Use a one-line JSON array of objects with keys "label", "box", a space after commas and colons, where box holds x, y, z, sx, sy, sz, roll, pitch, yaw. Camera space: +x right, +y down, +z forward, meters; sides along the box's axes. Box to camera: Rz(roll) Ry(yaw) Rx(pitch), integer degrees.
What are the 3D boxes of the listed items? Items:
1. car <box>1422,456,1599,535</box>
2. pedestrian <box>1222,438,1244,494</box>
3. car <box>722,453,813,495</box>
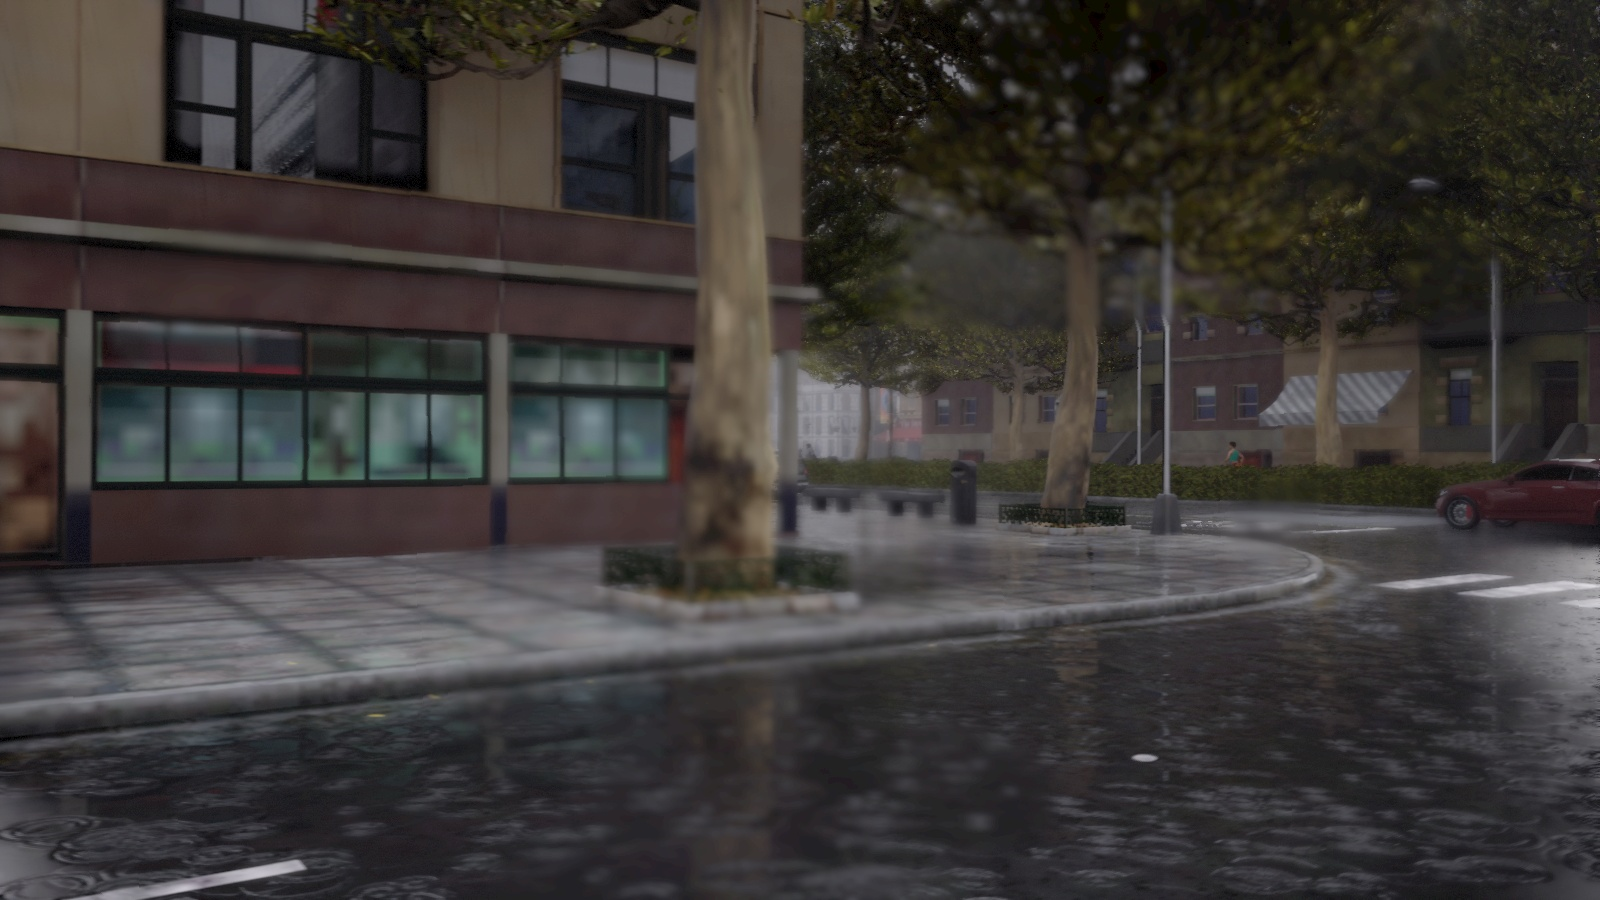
[{"label": "car", "box": [14.865, 0.840, 24.402, 1.812, 1.442, 4.674, 0, 0, -34]}, {"label": "pedestrian", "box": [14.463, 0.530, 41.925, 0.345, 1.836, 0.594, 0, 0, -39]}, {"label": "car", "box": [-1.289, 0.889, 48.305, 1.789, 1.549, 3.705, 0, 0, -34]}]
